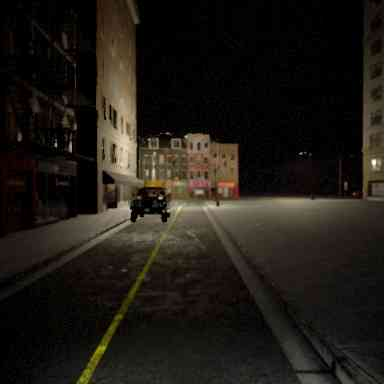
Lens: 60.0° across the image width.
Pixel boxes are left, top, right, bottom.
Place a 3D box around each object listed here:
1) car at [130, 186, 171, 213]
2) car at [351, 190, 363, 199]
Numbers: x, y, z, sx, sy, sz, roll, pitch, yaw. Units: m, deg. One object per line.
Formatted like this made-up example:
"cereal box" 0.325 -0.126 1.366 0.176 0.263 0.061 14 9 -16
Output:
"car" -2.548 0.621 21.517 2.150 2.045 5.566 0 1 0
"car" 29.415 0.394 56.346 4.553 1.767 2.097 0 1 -9
